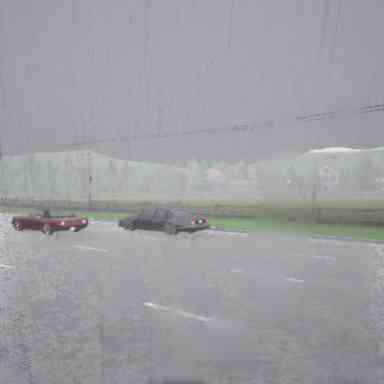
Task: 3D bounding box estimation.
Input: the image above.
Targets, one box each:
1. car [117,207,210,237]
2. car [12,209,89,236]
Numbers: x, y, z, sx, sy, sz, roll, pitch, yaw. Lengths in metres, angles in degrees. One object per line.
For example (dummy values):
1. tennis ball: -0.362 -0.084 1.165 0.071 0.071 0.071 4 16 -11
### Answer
1. car: -1.628 1.532 18.049 5.357 1.411 2.033 0 0 35
2. car: -7.868 1.578 18.199 4.718 1.301 1.895 0 0 35
